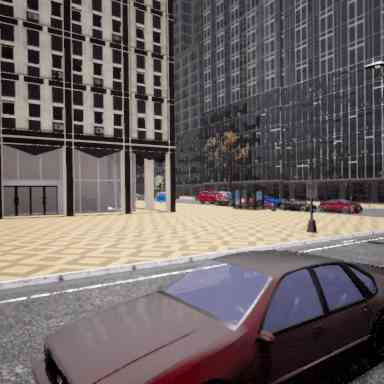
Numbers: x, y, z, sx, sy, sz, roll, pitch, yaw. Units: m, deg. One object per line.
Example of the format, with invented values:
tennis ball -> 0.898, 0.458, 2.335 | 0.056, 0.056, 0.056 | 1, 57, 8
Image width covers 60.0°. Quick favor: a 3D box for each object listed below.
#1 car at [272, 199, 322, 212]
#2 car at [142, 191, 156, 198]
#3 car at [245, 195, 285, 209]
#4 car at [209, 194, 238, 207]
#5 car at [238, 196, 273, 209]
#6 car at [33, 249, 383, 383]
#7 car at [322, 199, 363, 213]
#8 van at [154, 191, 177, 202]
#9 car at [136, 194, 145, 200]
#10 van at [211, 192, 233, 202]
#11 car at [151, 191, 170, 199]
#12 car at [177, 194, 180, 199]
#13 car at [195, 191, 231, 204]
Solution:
car -> 11.110, 1.416, 35.364 | 1.947, 1.339, 4.313 | -1, 1, -34
car -> -10.659, 0.675, 82.425 | 1.967, 1.590, 4.097 | -1, 1, -34
car -> 9.305, 1.218, 42.832 | 1.882, 1.535, 5.008 | -1, 1, -34
car -> 4.772, 1.311, 44.802 | 1.947, 1.339, 4.313 | -1, 1, -34
car -> 7.923, 1.380, 40.073 | 1.802, 1.307, 4.206 | -1, 1, -34
car -> 0.963, 1.545, 4.374 | 5.357, 1.411, 2.033 | 0, 0, -35
car -> 15.196, 1.399, 34.181 | 1.994, 1.385, 4.181 | -1, 1, -34
van -> -4.784, 0.929, 58.919 | 1.690, 1.788, 3.998 | -1, 1, -34
car -> -11.185, 1.031, 68.316 | 2.008, 1.369, 4.403 | 0, 1, -34
van -> 5.341, 0.845, 58.939 | 1.690, 1.788, 3.998 | -1, 1, -34
car -> -7.459, 0.604, 77.727 | 2.192, 1.841, 5.009 | -1, 1, -34
car -> -4.258, 0.925, 73.034 | 1.802, 1.307, 4.206 | -1, 1, -34
car -> 3.315, 0.865, 51.634 | 2.150, 2.045, 5.566 | -1, 1, -34
